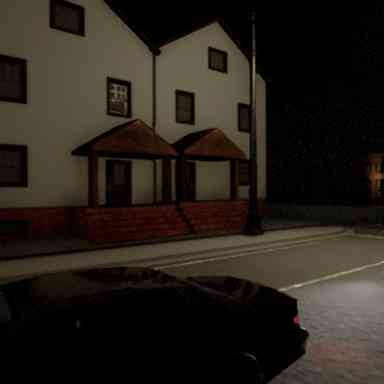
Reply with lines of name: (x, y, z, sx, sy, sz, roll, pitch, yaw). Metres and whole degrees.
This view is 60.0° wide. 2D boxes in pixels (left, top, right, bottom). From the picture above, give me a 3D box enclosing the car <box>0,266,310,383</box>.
car: (-1.159, 1.542, 3.141, 5.357, 1.411, 2.033, 0, 0, -35)
